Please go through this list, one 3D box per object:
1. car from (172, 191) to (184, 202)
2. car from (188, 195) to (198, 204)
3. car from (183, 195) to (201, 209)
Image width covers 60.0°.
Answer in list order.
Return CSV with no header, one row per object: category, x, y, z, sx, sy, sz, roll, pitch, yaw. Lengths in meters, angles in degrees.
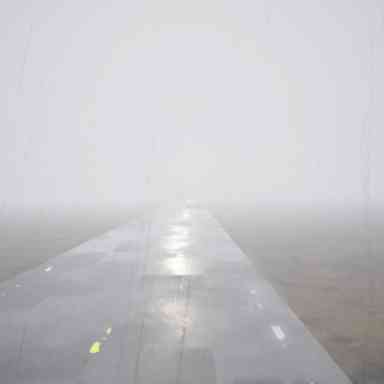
car,-2.743,0.858,66.976,2.150,2.045,5.566,0,0,0
car,0.106,1.366,62.062,1.812,1.442,4.674,0,0,0
car,0.104,1.415,43.013,1.812,1.442,4.674,0,0,0
